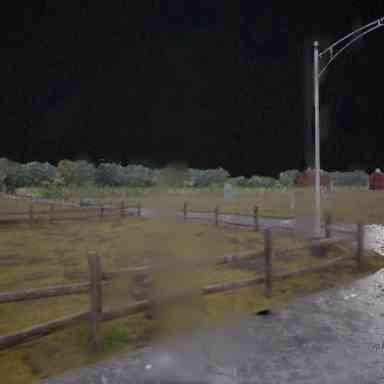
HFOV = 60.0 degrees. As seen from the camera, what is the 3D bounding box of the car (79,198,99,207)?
[{"bbox_3d":[-16.072,1.612,51.834,2.033,1.411,5.357,-2,1,-35],"label":"car"}]
